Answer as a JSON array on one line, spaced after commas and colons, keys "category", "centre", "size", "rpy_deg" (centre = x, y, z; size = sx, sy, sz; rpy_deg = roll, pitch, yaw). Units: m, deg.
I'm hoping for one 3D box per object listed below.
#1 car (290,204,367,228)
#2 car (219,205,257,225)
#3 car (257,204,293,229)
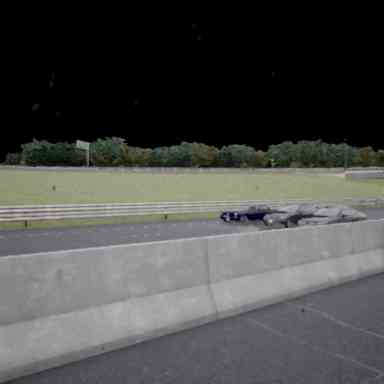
[{"category": "car", "centre": [7.702, 1.513, 18.018], "size": [4.674, 1.442, 1.812], "rpy_deg": [0, 0, -35]}, {"category": "car", "centre": [4.280, 1.589, 24.168], "size": [4.718, 1.301, 1.895], "rpy_deg": [0, 0, -35]}, {"category": "car", "centre": [6.693, 1.512, 21.587], "size": [4.674, 1.442, 1.812], "rpy_deg": [0, 0, -35]}]
